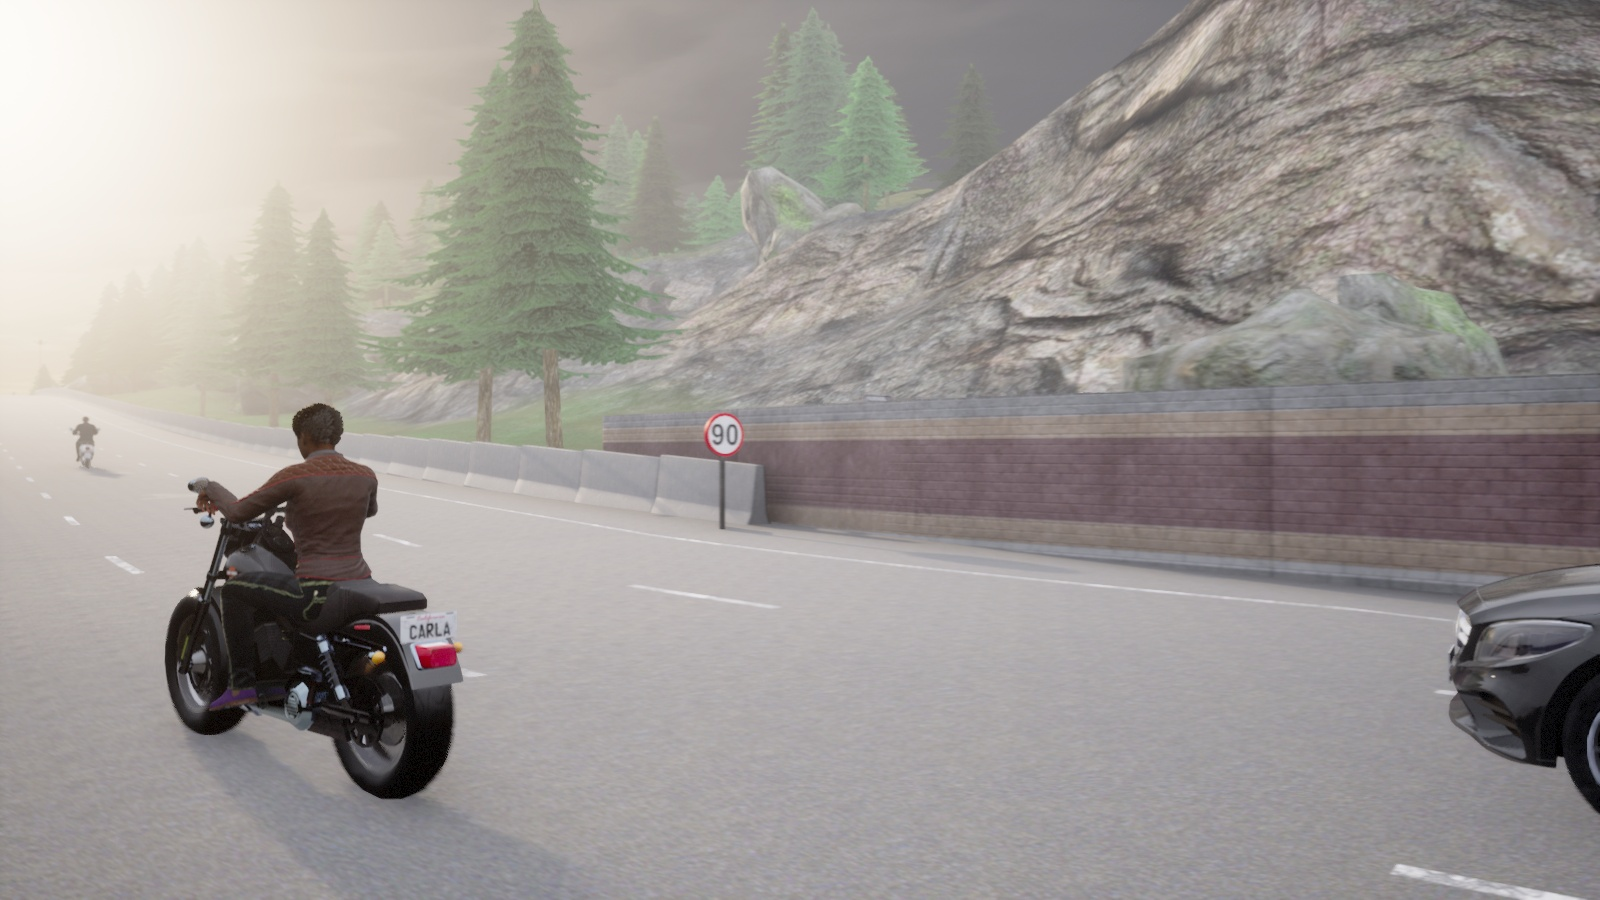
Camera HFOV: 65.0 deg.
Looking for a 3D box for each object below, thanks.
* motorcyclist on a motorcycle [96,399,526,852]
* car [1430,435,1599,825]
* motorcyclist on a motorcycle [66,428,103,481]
[{"bbox_3d":[-2.271,0.641,5.623,2.350,1.649,0.766,0,0,41],"label":"motorcyclist on a motorcycle"},{"bbox_3d":[4.957,0.659,4.512,4.674,1.442,1.812,0,1,32],"label":"car"},{"bbox_3d":[-22.279,0.132,39.083,0.866,1.590,1.817,-1,2,-34],"label":"motorcyclist on a motorcycle"}]
